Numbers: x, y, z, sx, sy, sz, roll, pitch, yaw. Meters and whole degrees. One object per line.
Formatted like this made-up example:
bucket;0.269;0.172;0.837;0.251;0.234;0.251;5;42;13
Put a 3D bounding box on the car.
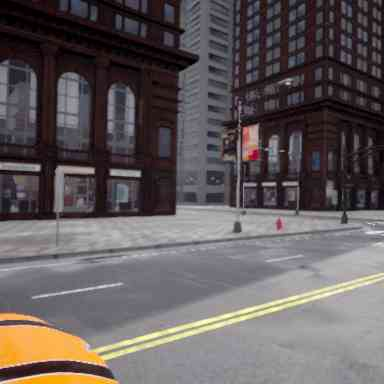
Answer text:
car;-2.549;1.336;1.621;4.553;1.767;2.097;1;-1;-36
